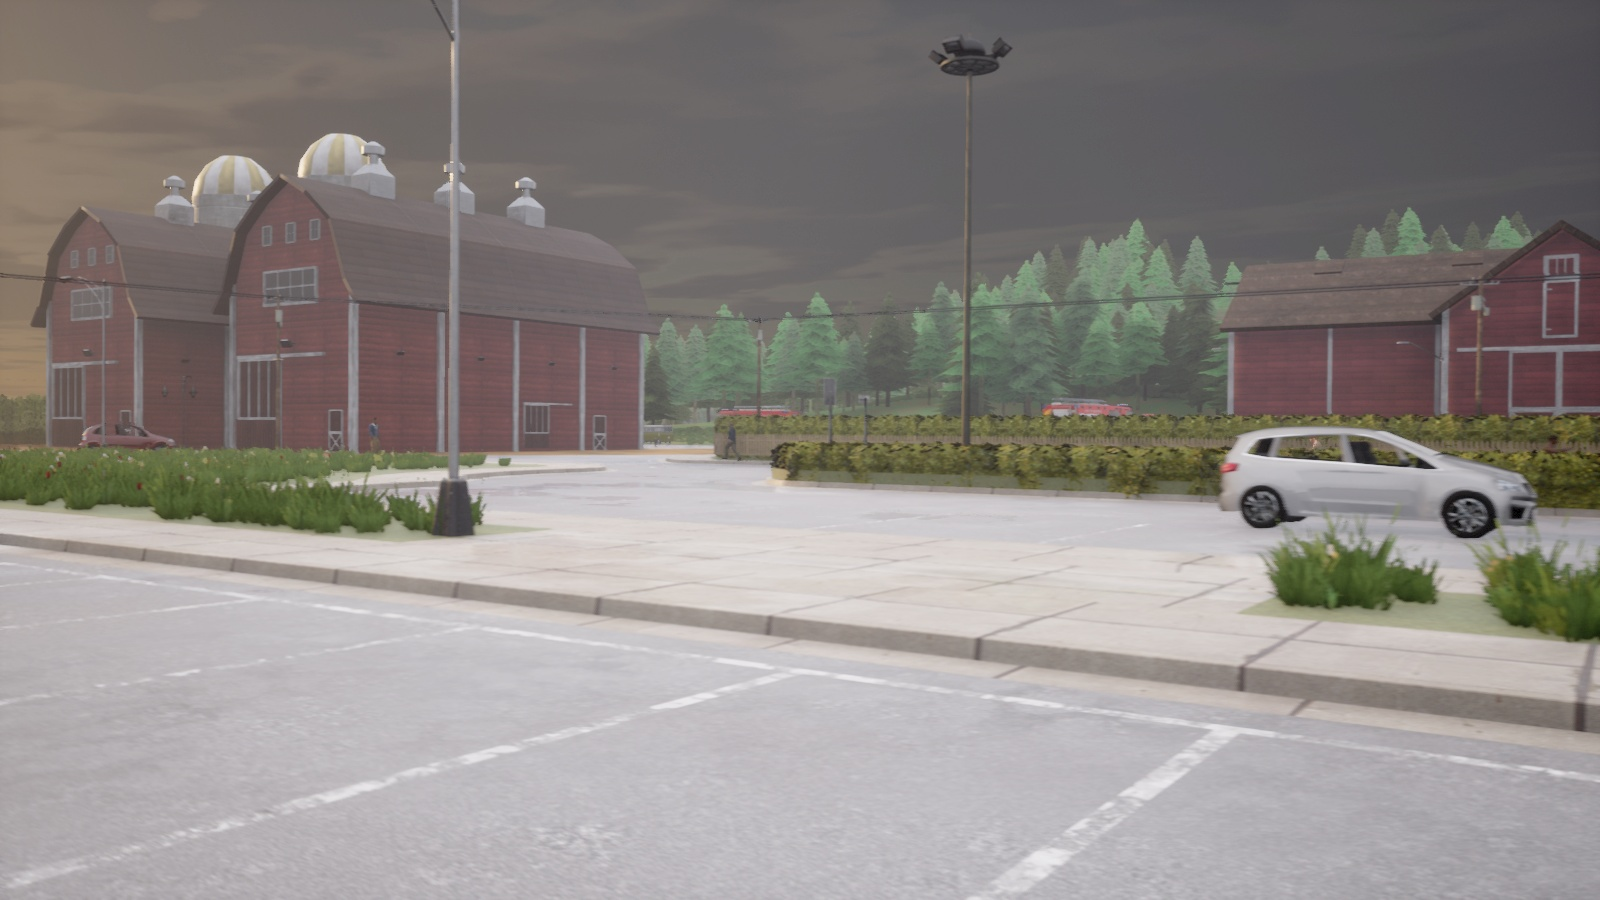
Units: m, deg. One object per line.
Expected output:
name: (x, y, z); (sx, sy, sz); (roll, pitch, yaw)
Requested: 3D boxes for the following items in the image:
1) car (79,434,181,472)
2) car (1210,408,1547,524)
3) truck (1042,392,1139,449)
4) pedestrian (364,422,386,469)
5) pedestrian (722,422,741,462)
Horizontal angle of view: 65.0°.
car: (-30.559, 0.102, 57.281); (3.988, 1.617, 1.851); (-1, 1, -32)
car: (9.251, 0.218, 20.172); (4.611, 1.667, 2.242); (0, 1, 34)
truck: (20.769, -2.059, 89.282); (2.891, 3.827, 8.468); (-1, 0, 42)
pedestrian: (-17.684, -0.186, 52.227); (0.788, 1.949, 0.423); (0, 1, 28)
pedestrian: (-3.146, -0.371, 57.584); (0.726, 1.842, 0.402); (0, 1, 30)
